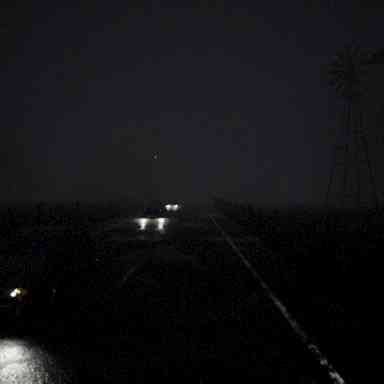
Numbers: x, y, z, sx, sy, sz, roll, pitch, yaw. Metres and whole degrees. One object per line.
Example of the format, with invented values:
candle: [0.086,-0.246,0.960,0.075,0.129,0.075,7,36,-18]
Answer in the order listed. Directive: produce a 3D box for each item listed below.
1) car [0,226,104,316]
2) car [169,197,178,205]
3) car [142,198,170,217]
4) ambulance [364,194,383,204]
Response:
car: [-3.602,1.562,8.000,2.033,1.411,5.357,0,0,0]
car: [-3.515,1.595,61.529,2.128,1.511,4.902,0,0,0]
car: [-3.517,1.533,31.787,1.882,1.535,5.008,0,0,0]
ambulance: [43.804,1.830,78.079,6.366,2.431,2.351,1,1,0]
